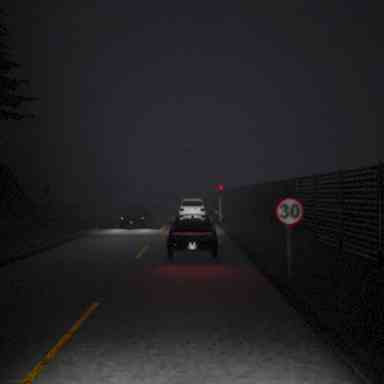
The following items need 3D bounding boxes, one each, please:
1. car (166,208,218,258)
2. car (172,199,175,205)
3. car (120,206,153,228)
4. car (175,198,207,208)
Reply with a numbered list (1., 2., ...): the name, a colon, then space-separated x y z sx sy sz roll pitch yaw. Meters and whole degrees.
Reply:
1. car: 0.025 1.640 13.487 2.128 1.511 4.902 0 0 0
2. car: -3.959 2.433 82.395 2.033 1.411 5.357 0 -1 0
3. car: -4.013 1.792 24.501 1.812 1.442 4.674 0 -1 0
4. car: 0.024 1.525 27.555 2.150 2.045 5.566 0 0 0
